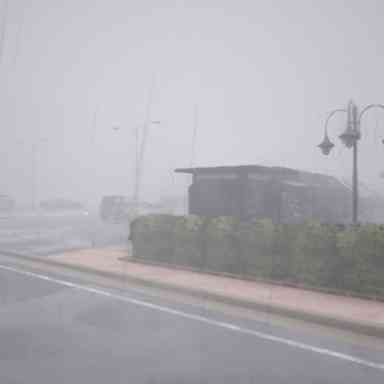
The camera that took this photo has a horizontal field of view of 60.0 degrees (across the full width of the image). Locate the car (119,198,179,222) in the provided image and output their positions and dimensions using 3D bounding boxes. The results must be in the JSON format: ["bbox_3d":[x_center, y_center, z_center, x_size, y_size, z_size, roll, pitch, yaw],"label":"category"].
[{"bbox_3d":[-3.081,1.426,24.349,1.970,1.475,3.806,0,0,34],"label":"car"}]

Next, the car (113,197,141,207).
[{"bbox_3d":[-9.754,1.464,49.888,1.970,1.475,3.806,0,0,34],"label":"car"}]

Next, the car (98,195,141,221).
[{"bbox_3d":[-5.476,1.193,25.977,1.905,1.878,3.866,0,0,34],"label":"car"}]

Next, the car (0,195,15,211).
[{"bbox_3d":[-21.765,1.231,36.920,1.905,1.878,3.866,0,0,34],"label":"car"}]
